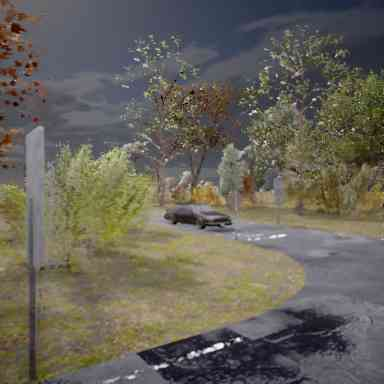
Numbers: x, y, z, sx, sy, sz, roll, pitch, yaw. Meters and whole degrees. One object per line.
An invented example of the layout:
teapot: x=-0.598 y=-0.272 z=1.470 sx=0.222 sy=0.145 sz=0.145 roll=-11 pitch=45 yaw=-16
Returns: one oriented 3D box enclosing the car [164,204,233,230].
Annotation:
car: x=0.217 y=1.470 z=21.208 sx=2.033 sy=1.411 sz=5.357 roll=0 pitch=1 yaw=-36
